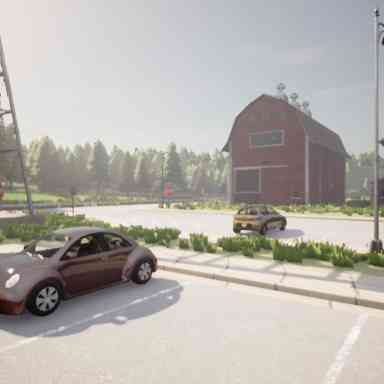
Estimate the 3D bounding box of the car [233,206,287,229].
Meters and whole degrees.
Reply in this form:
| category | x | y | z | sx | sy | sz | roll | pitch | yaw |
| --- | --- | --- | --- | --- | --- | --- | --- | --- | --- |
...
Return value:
| category | x | y | z | sx | sy | sz | roll | pitch | yaw |
| --- | --- | --- | --- | --- | --- | --- | --- | --- | --- |
| car | 3.855 | 1.501 | 18.625 | 1.816 | 1.474 | 4.193 | 0 | 0 | 36 |

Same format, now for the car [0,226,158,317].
| category | x | y | z | sx | sy | sz | roll | pitch | yaw |
| --- | --- | --- | --- | --- | --- | --- | --- | --- | --- |
| car | -2.614 | 1.517 | 7.441 | 1.784 | 1.438 | 3.905 | 0 | 0 | 36 |
